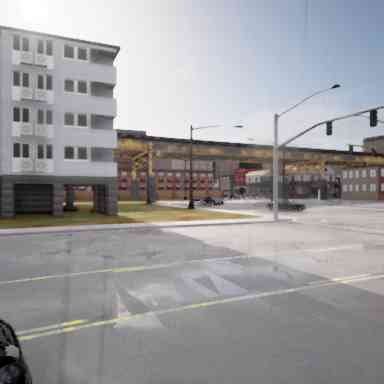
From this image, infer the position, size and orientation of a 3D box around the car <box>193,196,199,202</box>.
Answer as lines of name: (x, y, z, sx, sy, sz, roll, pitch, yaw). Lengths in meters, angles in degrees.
car: (1.074, 1.506, 69.381, 2.033, 1.411, 5.357, 0, 0, 10)

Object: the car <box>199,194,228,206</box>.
car: (3.449, 1.483, 53.701, 1.837, 1.490, 4.892, -1, 0, -23)

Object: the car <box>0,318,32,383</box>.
car: (-3.403, 1.565, 2.299, 4.181, 1.385, 1.994, 0, 0, -35)

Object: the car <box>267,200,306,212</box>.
car: (10.774, 1.581, 38.048, 1.895, 1.301, 4.718, 0, 0, -26)
